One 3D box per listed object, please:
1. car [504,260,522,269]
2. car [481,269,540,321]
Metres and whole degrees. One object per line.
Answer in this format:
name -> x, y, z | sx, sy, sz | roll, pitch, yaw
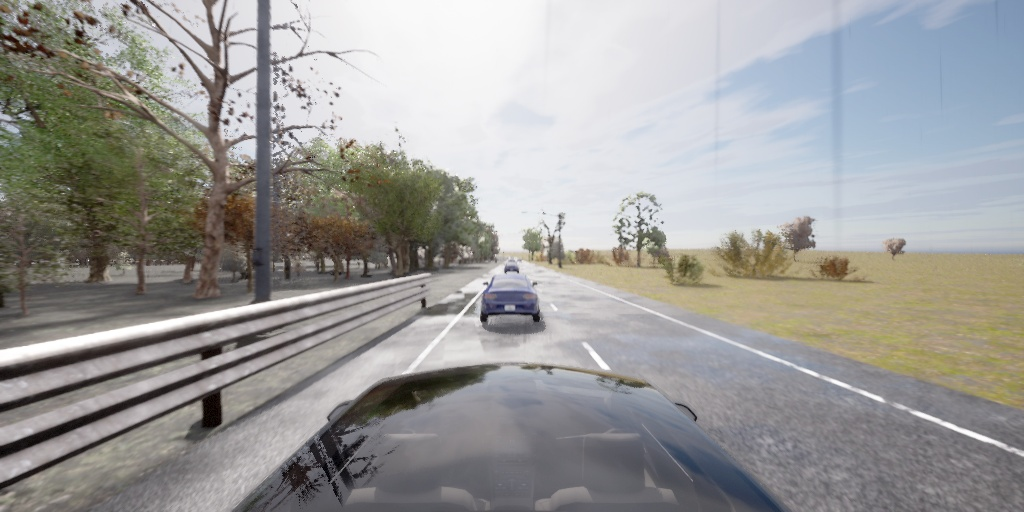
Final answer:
car -> -0.038, 1.519, 45.936 | 1.812, 1.442, 4.674 | 0, 0, 0
car -> -0.056, 1.340, 12.612 | 1.812, 1.442, 4.674 | 0, 0, 0
